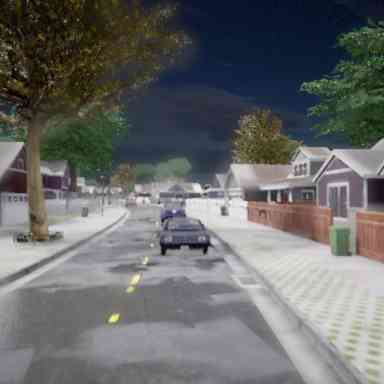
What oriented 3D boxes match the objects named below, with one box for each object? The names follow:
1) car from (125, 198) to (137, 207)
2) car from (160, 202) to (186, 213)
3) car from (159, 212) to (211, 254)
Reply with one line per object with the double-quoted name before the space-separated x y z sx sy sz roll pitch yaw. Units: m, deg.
"car" -12.413 2.051 67.362 2.097 1.767 4.553 0 0 -16
"car" -1.704 1.649 29.203 2.097 1.767 4.553 0 -1 -7
"car" -0.371 1.746 14.213 1.895 1.301 4.718 0 -1 -3
